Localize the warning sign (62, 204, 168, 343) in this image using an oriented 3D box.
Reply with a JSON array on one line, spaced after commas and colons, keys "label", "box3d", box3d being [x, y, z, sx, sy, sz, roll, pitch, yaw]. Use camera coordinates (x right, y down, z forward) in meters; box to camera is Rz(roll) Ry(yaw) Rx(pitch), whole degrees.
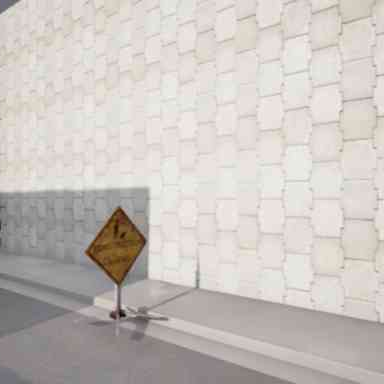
[{"label": "warning sign", "box3d": [-1.214, 1.153, 5.411, 1.060, 1.860, 1.300, -1, 0, 36]}]
